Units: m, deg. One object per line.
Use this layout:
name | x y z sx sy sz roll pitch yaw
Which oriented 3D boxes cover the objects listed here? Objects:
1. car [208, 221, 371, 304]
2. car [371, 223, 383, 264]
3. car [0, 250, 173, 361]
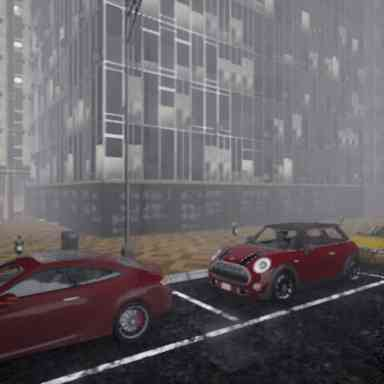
car | 2.353 1.507 8.249 4.097 1.590 1.967 1 -1 -36
car | 6.841 1.649 11.450 4.829 1.417 1.752 1 -1 -36
car | -2.274 1.591 4.946 4.206 1.307 1.802 1 -1 -36
